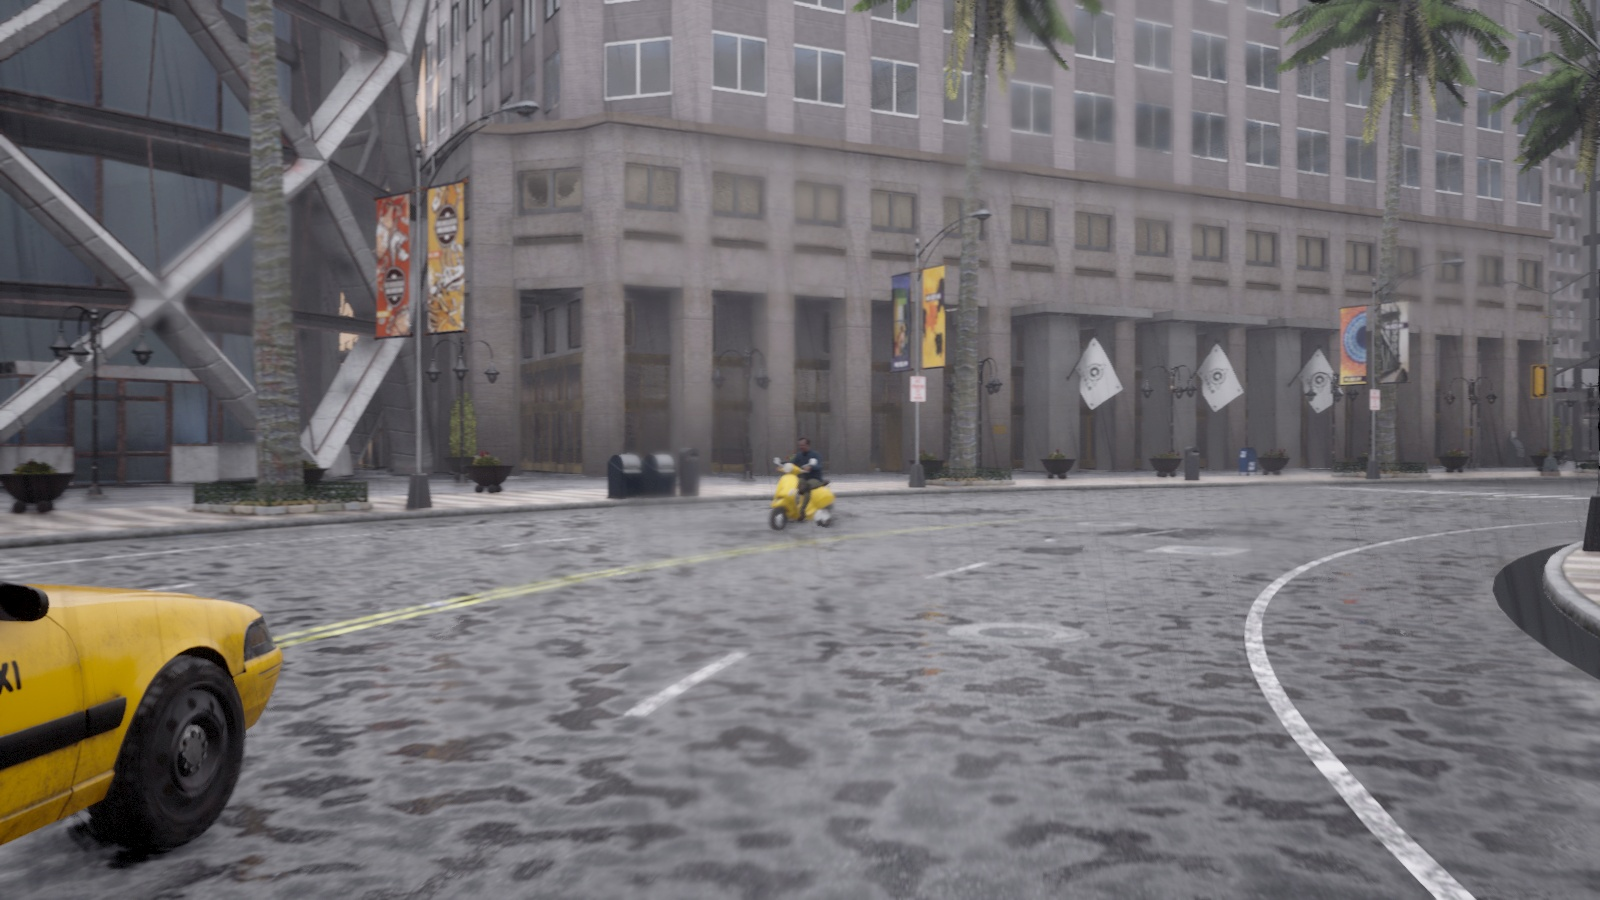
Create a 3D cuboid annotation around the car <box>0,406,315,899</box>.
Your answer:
[{"bbox_3d":[-3.269,0.662,2.942,1.801,1.575,5.366,0,0,5],"label":"car"}]

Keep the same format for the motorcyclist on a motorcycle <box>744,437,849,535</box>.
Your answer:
[{"bbox_3d":[-0.042,0.578,21.492,0.866,1.590,1.817,1,1,36],"label":"motorcyclist on a motorcycle"}]
